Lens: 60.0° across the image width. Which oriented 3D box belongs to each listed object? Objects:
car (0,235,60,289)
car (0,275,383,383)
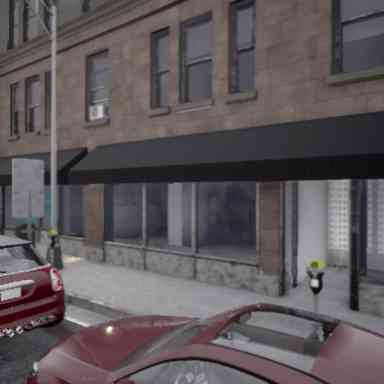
[{"bbox_3d":[-4.065,1.426,5.713,4.097,1.590,1.967,0,0,36],"label":"car"},{"bbox_3d":[0.426,1.580,2.506,4.206,1.307,1.802,0,0,36],"label":"car"}]
